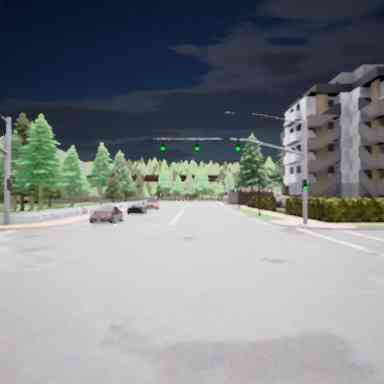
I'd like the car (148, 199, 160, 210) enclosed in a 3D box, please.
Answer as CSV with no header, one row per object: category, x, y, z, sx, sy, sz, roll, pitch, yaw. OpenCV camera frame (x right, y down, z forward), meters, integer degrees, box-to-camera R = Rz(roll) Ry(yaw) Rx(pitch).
car,-6.697,2.058,56.174,2.097,1.767,4.553,0,-1,0

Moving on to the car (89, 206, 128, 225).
car,-7.010,1.877,27.735,1.812,1.442,4.674,0,-1,3

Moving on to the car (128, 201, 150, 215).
car,-6.767,2.121,41.223,1.895,1.301,4.718,0,-1,0
